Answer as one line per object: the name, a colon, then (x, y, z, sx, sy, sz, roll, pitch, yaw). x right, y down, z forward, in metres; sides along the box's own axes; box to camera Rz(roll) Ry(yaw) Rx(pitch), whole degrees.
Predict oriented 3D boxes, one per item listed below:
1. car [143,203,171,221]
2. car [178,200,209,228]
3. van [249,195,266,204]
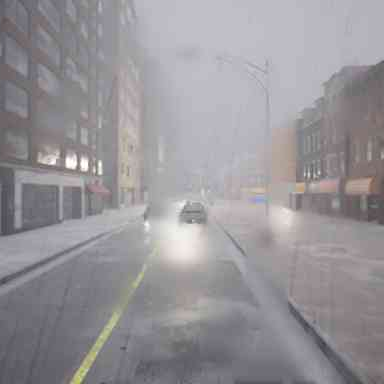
car: (-2.844, 1.610, 27.728, 1.994, 1.385, 4.181, 0, 0, 0)
car: (0.103, 1.525, 22.254, 2.128, 1.511, 4.902, 0, 0, 0)
van: (13.745, 1.479, 68.341, 3.998, 1.788, 1.690, 0, 0, 0)
